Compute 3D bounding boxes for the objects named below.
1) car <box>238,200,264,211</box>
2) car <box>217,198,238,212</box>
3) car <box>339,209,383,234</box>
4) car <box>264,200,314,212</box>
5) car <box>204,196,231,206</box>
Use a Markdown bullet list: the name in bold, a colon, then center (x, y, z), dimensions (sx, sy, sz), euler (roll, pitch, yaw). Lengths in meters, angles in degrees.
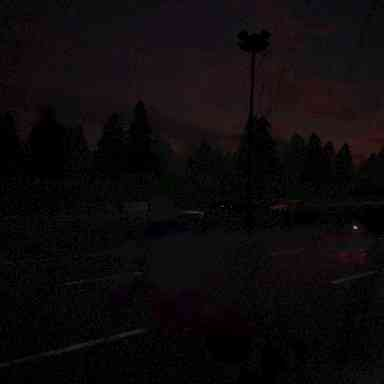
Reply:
- **car**: center (7.563, 1.552, 34.517), dimensions (4.902, 1.511, 2.128), euler (0, 0, -34)
- **car**: center (5.555, 1.679, 37.384), dimensions (4.718, 1.301, 1.895), euler (0, 0, -34)
- **car**: center (10.880, 1.671, 19.688), dimensions (4.718, 1.301, 1.895), euler (0, 0, -34)
- **car**: center (9.527, 1.532, 31.620), dimensions (5.008, 1.535, 1.882), euler (0, 0, -34)
- **car**: center (3.606, 1.259, 40.290), dimensions (4.674, 1.442, 1.812), euler (0, 0, -34)
